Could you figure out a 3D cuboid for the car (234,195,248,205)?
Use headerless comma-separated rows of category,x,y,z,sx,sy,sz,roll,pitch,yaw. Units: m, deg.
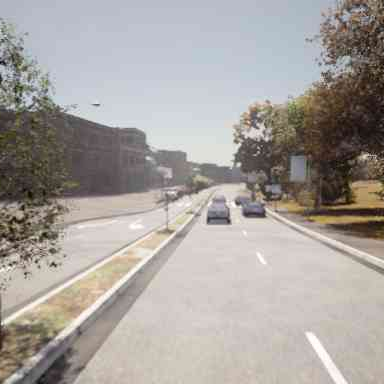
car,6.914,1.073,46.210,1.994,1.385,4.181,1,2,5

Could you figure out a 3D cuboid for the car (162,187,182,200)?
car,-3.651,0.307,56.798,2.435,2.045,5.566,1,2,5

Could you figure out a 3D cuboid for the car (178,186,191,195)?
car,-1.720,-0.341,78.890,2.435,2.045,5.566,1,2,5

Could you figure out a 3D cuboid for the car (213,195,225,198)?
car,3.575,1.072,44.284,2.033,1.411,5.357,1,2,5

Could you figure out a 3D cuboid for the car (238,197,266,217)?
car,5.686,1.489,31.114,1.994,1.385,4.181,1,2,4

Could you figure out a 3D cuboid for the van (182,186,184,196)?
van,-3.177,0.178,62.234,1.878,1.987,4.442,1,2,5

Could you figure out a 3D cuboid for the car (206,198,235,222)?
car,2.092,1.549,26.356,2.033,1.411,5.357,1,1,5
